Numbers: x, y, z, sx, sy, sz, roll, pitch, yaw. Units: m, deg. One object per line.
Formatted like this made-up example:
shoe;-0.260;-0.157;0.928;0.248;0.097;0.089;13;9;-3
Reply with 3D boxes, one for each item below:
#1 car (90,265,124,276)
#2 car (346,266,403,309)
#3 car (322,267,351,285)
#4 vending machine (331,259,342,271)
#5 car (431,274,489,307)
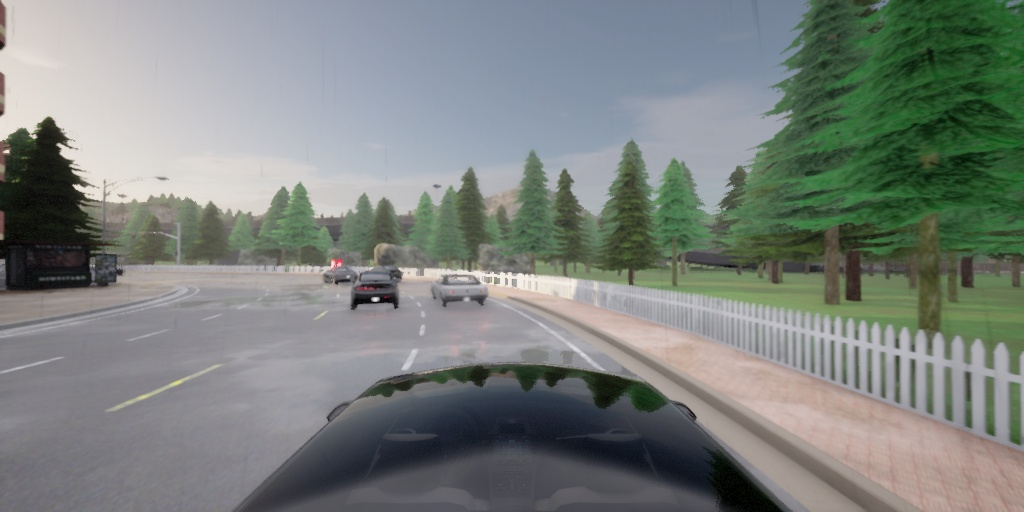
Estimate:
car;-48.756;1.763;42.759;4.718;1.301;1.895;0;-1;17
car;-6.039;1.400;15.899;1.837;1.490;4.892;0;0;-21
car;-13.983;1.592;29.235;1.994;1.385;4.181;1;-1;-42
vending machine;-21.983;1.382;44.993;0.880;2.100;1.100;0;0;28
car;-2.601;1.503;16.718;1.895;1.301;4.718;0;-1;-20
